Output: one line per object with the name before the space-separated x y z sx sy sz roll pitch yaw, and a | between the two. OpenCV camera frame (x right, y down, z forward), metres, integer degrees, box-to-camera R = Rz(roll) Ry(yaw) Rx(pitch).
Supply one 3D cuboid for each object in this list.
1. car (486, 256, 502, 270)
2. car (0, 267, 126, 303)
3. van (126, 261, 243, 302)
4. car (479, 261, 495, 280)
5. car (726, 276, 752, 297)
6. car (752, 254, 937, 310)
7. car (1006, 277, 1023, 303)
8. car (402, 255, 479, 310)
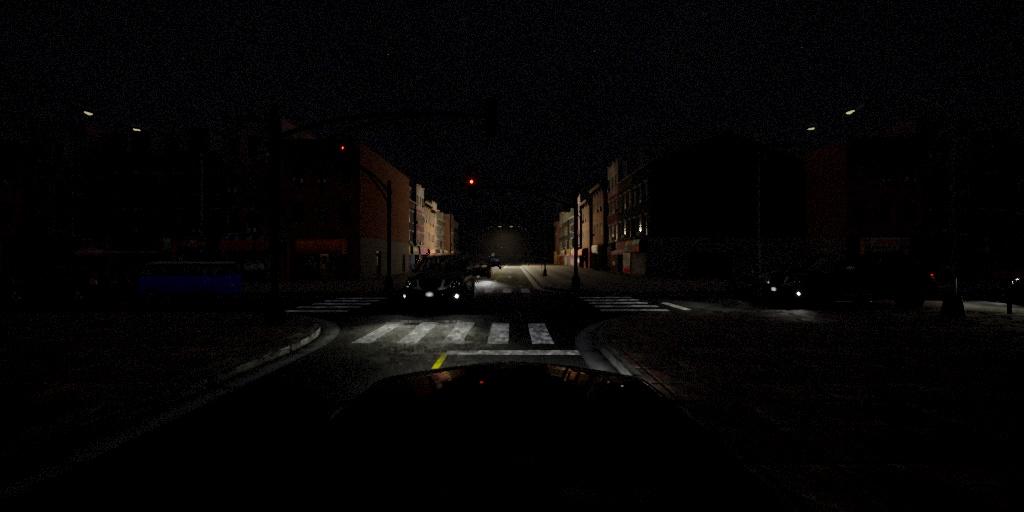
car | -2.719 1.014 54.988 2.150 2.045 5.566 0 0 0
car | -20.191 1.239 16.438 4.097 1.591 1.967 0 0 0
van | -14.716 1.124 16.454 3.998 1.789 1.690 0 0 0
car | -2.791 1.369 31.926 1.895 1.301 4.718 0 0 0
car | 12.286 1.267 16.532 4.403 1.370 2.007 0 0 0
car | 12.972 0.935 13.998 5.566 2.045 2.150 0 0 0
car | 22.656 1.048 14.022 4.553 1.767 2.097 0 0 0
car | -2.828 0.979 15.048 2.150 2.045 5.566 0 0 0
